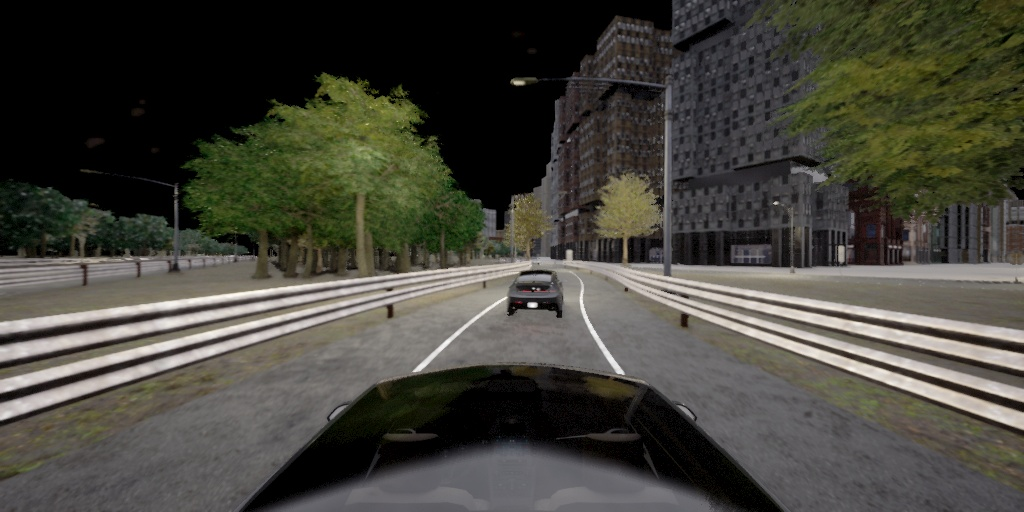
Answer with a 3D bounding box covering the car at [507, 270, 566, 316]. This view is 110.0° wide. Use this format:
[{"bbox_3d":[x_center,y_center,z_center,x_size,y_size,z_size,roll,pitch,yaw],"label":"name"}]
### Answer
[{"bbox_3d":[0.996,1.261,13.436,1.837,1.490,4.892,0,0,9],"label":"car"}]
